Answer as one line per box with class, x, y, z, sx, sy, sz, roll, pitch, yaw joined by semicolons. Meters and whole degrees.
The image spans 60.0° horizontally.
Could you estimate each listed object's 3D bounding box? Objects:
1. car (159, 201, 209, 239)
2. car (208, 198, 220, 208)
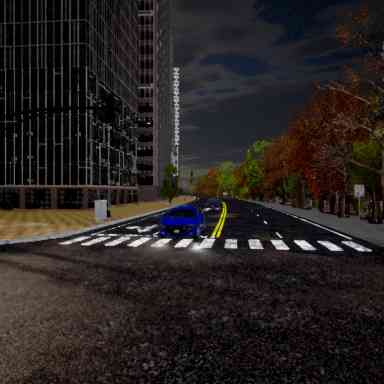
car;-0.384;1.497;17.555;1.882;1.535;5.008;0;0;7
car;3.110;1.553;48.244;2.033;1.411;5.357;0;0;6
